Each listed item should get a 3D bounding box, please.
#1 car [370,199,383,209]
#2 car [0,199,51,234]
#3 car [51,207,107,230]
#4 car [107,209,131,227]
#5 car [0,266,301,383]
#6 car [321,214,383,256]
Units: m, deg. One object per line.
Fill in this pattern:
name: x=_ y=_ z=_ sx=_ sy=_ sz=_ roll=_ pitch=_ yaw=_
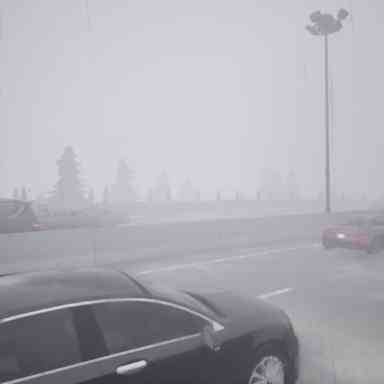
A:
car: x=26.096 y=1.692 z=45.149 sx=4.674 sy=1.442 sz=1.812 roll=2 pitch=-1 yaw=-36
car: x=-8.032 y=1.287 z=11.201 sx=5.566 sy=2.045 sz=2.150 roll=0 pitch=0 yaw=-35
car: x=-7.018 y=1.570 z=16.245 sx=4.902 sy=1.511 sz=2.128 roll=0 pitch=0 yaw=-36
car: x=-6.559 y=1.640 z=20.931 sx=5.357 sy=1.411 sz=2.033 roll=0 pitch=0 yaw=-37
car: x=-0.985 y=1.520 z=3.170 sx=4.892 sy=1.490 sz=1.837 roll=0 pitch=0 yaw=-35
car: x=7.085 y=1.582 z=13.393 sx=4.181 sy=1.385 sz=1.994 roll=0 pitch=0 yaw=-36
